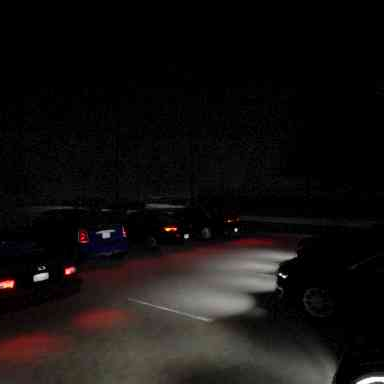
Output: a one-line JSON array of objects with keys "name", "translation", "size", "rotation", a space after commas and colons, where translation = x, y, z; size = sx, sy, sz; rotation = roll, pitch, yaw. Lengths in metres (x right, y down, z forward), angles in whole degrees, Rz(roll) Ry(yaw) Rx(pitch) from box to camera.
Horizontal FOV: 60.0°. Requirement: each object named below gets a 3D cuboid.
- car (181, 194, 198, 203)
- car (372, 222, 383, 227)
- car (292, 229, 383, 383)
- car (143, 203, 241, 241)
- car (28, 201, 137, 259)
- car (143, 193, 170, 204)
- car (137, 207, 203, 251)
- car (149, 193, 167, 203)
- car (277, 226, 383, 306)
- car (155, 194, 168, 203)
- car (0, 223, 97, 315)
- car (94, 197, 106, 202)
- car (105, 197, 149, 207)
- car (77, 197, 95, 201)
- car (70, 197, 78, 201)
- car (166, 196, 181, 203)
[{"name": "car", "translation": [0.955, 1.491, 53.363], "size": [2.128, 1.511, 4.902], "rotation": [0, 0, 36]}, {"name": "car", "translation": [5.225, 1.526, 8.856], "size": [4.674, 1.442, 1.812], "rotation": [0, 0, 36]}, {"name": "car", "translation": [3.143, 1.353, 1.746], "size": [4.553, 1.767, 2.097], "rotation": [0, 0, 36]}, {"name": "car", "translation": [0.084, 1.505, 16.837], "size": [4.892, 1.490, 1.837], "rotation": [0, 0, 36]}, {"name": "car", "translation": [-4.340, 1.352, 11.396], "size": [4.553, 1.767, 2.097], "rotation": [0, 0, 36]}, {"name": "car", "translation": [-6.928, 1.222, 66.229], "size": [2.150, 2.045, 5.566], "rotation": [0, 0, 37]}, {"name": "car", "translation": [-2.078, 1.525, 14.085], "size": [4.674, 1.442, 1.812], "rotation": [0, 0, 36]}, {"name": "car", "translation": [-5.186, 1.492, 62.727], "size": [2.128, 1.511, 4.902], "rotation": [0, 0, 36]}, {"name": "car", "translation": [3.875, 1.505, 5.527], "size": [4.892, 1.490, 1.837], "rotation": [0, 0, 36]}, {"name": "car", "translation": [-3.585, 1.546, 59.007], "size": [2.033, 1.411, 5.357], "rotation": [0, 0, 36]}, {"name": "car", "translation": [-4.694, 1.547, 7.336], "size": [5.357, 1.411, 2.033], "rotation": [0, 0, 36]}, {"name": "car", "translation": [-10.115, 1.525, 44.100], "size": [1.812, 1.442, 4.674], "rotation": [0, 0, 36]}, {"name": "car", "translation": [-7.917, 1.600, 41.171], "size": [1.895, 1.301, 4.718], "rotation": [0, 0, 36]}, {"name": "car", "translation": [-12.957, 1.600, 46.142], "size": [1.895, 1.301, 4.718], "rotation": [0, 0, 36]}, {"name": "car", "translation": [-14.984, 1.476, 49.301], "size": [1.882, 1.535, 5.008], "rotation": [0, 0, 36]}, {"name": "car", "translation": [-1.648, 1.600, 55.731], "size": [1.895, 1.301, 4.718], "rotation": [0, 0, 36]}]
